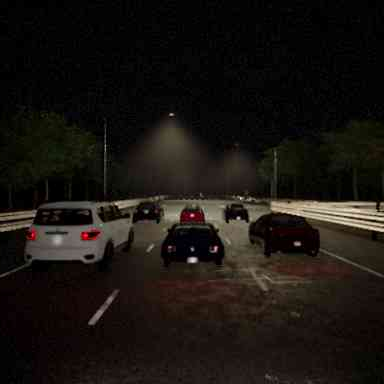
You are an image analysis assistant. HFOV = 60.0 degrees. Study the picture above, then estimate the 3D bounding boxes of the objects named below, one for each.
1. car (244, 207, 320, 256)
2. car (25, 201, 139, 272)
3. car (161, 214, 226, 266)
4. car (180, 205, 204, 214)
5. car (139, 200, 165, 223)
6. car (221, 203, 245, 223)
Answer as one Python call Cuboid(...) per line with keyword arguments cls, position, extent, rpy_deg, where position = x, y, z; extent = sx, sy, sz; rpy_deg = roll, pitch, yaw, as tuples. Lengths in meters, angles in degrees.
Cuboid(cls="car", position=(3.551, 1.585, 13.595), extent=(1.882, 1.535, 5.008), rpy_deg=(0, 0, 0))
Cuboid(cls="car", position=(-3.469, 1.313, 11.314), extent=(2.150, 2.045, 5.566), rpy_deg=(0, 0, 0))
Cuboid(cls="car", position=(0.037, 1.695, 11.822), extent=(1.895, 1.301, 4.718), rpy_deg=(0, 0, 0))
Cuboid(cls="car", position=(0.042, 1.769, 27.529), extent=(1.994, 1.385, 4.181), rpy_deg=(0, 0, 0))
Cuboid(cls="car", position=(-3.461, 1.555, 27.355), extent=(2.097, 1.767, 4.553), rpy_deg=(0, 0, 0))
Cuboid(cls="car", position=(3.540, 1.710, 27.431), extent=(1.837, 1.490, 4.892), rpy_deg=(0, 0, 0))
